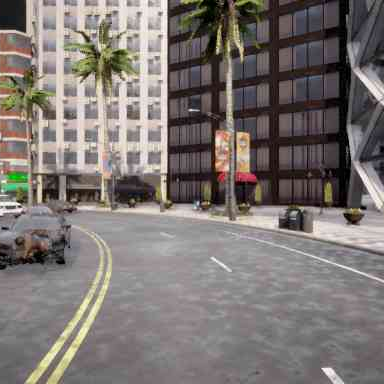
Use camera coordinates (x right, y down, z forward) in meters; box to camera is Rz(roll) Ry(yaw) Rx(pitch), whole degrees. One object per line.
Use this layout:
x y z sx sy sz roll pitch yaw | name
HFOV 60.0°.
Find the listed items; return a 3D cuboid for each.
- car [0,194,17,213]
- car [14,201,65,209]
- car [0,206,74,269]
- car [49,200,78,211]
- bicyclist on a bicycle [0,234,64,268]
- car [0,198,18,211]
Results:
-16.602 1.221 28.428 5.566 2.045 2.150 0 0 39 | car
-9.575 1.526 20.645 1.812 1.442 4.674 0 0 -35 | car
-5.267 1.478 11.543 1.882 1.535 5.008 0 0 -18 | car
-14.580 1.547 35.687 5.357 1.411 2.033 0 0 35 | car
-4.213 1.549 8.629 1.656 0.582 1.620 -6 -31 -24 | bicyclist on a bicycle
-23.673 1.526 40.649 4.674 1.442 1.812 0 0 24 | car
